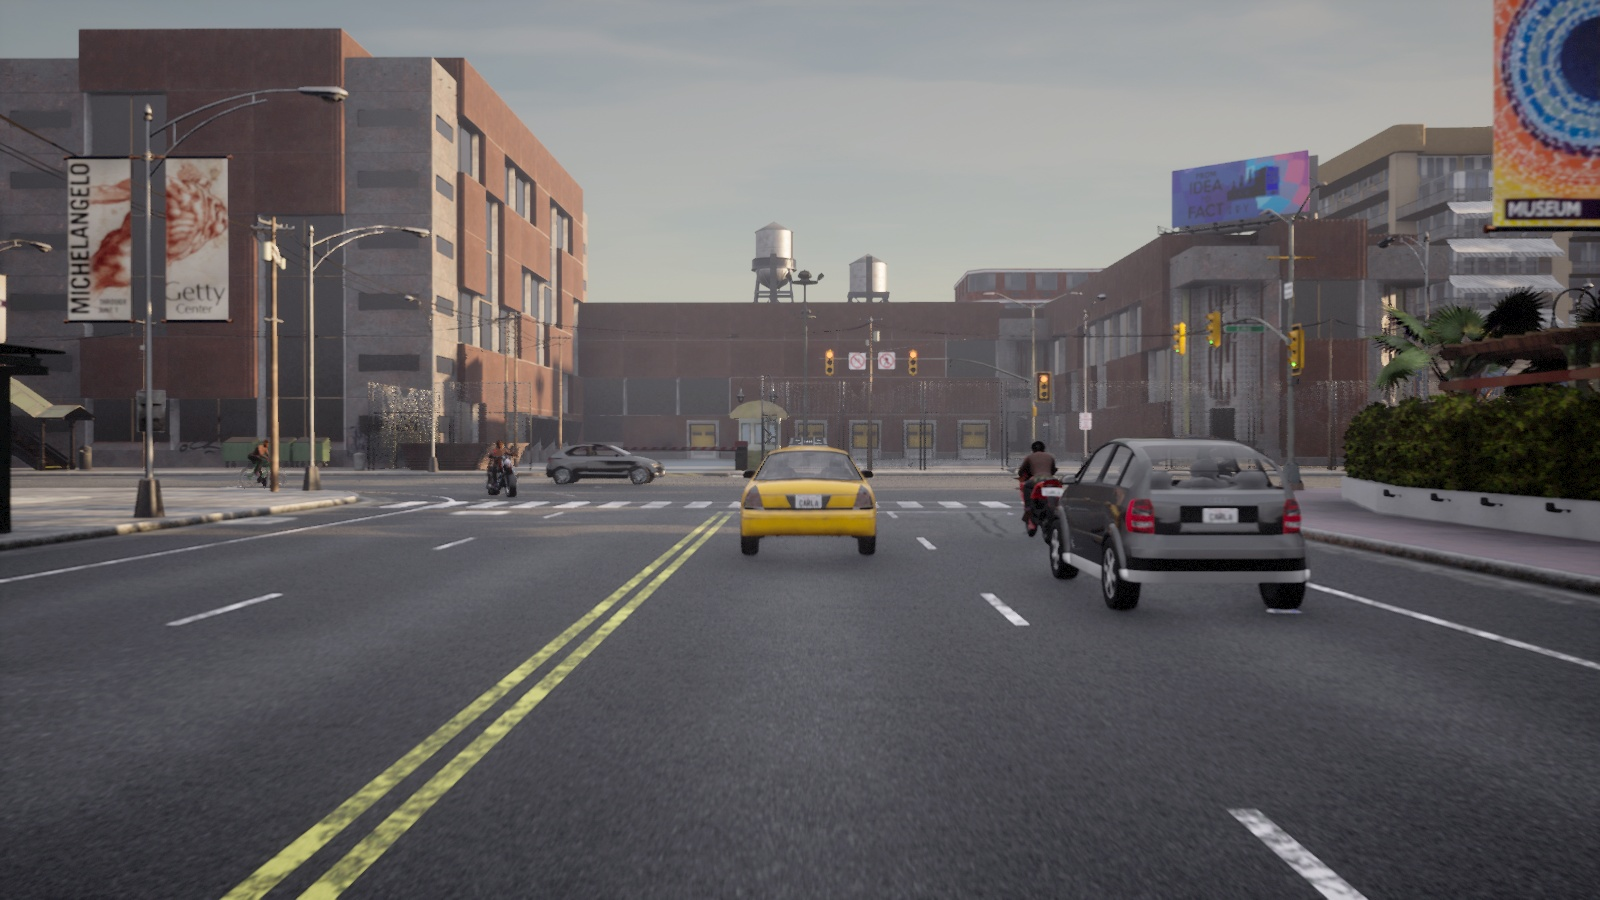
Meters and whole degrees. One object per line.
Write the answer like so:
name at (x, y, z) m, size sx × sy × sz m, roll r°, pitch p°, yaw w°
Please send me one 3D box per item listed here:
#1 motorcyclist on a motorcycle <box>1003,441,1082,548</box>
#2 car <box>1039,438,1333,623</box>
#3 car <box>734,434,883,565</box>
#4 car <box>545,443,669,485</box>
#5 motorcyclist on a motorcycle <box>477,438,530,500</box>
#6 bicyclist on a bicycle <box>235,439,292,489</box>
motorcyclist on a motorcycle at (3.623, 0.625, 18.908) m, size 0.797 × 1.523 × 2.044 m, roll 0°, pitch 0°, yaw 0°
car at (3.582, 0.658, 12.360) m, size 1.789 × 1.549 × 3.705 m, roll 0°, pitch 0°, yaw 1°
car at (0.116, 0.585, 17.787) m, size 1.801 × 1.575 × 5.366 m, roll 0°, pitch 0°, yaw 0°
car at (-6.908, 0.499, 45.252) m, size 4.193 × 1.474 × 1.816 m, roll 0°, pitch 0°, yaw 1°
motorcyclist on a motorcycle at (-8.236, 0.494, 34.812) m, size 0.766 × 1.649 × 2.350 m, roll -1°, pitch 1°, yaw -30°
bicyclist on a bicycle at (-17.773, 0.450, 41.615) m, size 1.656 × 1.620 × 0.582 m, roll 0°, pitch 1°, yaw 9°
